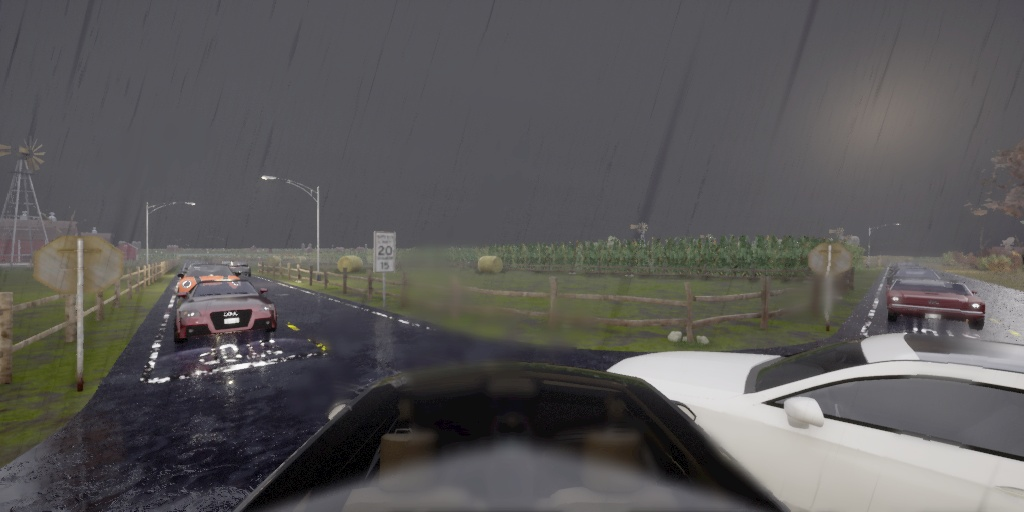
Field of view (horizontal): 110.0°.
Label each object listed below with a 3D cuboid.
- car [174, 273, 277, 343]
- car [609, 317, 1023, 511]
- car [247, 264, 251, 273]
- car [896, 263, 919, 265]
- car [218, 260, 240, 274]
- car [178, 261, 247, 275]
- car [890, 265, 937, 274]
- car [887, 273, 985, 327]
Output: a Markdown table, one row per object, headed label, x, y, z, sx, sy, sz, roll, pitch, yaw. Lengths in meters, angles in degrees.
| label | x | y | z | sx | sy | sz | roll | pitch | yaw |
| --- | --- | --- | --- | --- | --- | --- | --- | --- | --- |
| car | -8.001 | 1.356 | 9.965 | 1.994 | 1.385 | 4.181 | 0 | 0 | -43 |
| car | 2.827 | 1.294 | 2.446 | 1.812 | 1.442 | 4.674 | 0 | 1 | -44 |
| car | -27.204 | 1.287 | 35.556 | 2.128 | 1.511 | 4.902 | 0 | 0 | -42 |
| car | 27.199 | 1.408 | 24.481 | 4.181 | 1.385 | 1.994 | 0 | 1 | -43 |
| car | -33.973 | 1.309 | 42.971 | 1.837 | 1.490 | 4.892 | 0 | 0 | -42 |
| car | -13.818 | 1.141 | 16.411 | 2.097 | 1.767 | 4.553 | 0 | 0 | -42 |
| car | 20.484 | 1.368 | 18.184 | 5.357 | 1.411 | 2.033 | 0 | 1 | -43 |
| car | 13.448 | 1.401 | 11.575 | 4.718 | 1.301 | 1.895 | 0 | 1 | -43 |
